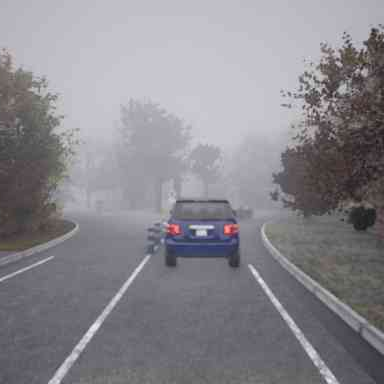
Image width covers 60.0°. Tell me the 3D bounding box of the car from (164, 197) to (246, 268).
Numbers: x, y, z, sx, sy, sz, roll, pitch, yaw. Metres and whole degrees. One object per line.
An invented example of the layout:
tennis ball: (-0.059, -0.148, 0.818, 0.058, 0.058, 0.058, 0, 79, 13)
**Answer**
car: (0.382, 1.182, 11.346, 2.150, 2.045, 5.566, 0, -1, 3)

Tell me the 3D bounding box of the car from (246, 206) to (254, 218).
car: (4.432, 1.856, 31.682, 2.033, 1.411, 5.357, -1, -1, 24)
